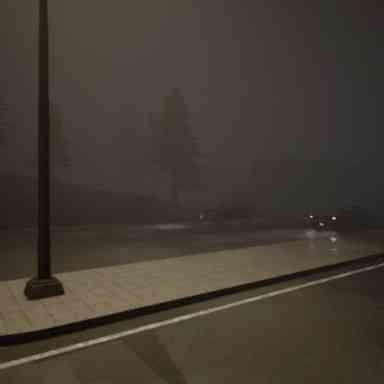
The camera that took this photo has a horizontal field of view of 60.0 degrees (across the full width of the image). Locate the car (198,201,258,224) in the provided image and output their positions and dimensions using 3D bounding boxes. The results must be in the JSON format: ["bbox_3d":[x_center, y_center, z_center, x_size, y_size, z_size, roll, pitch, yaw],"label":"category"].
[{"bbox_3d":[2.655,1.433,24.260,4.902,1.511,2.128,0,0,-35],"label":"car"}]

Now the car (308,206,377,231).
[{"bbox_3d":[9.233,1.536,20.343,4.718,1.301,1.895,0,0,-35],"label":"car"}]
